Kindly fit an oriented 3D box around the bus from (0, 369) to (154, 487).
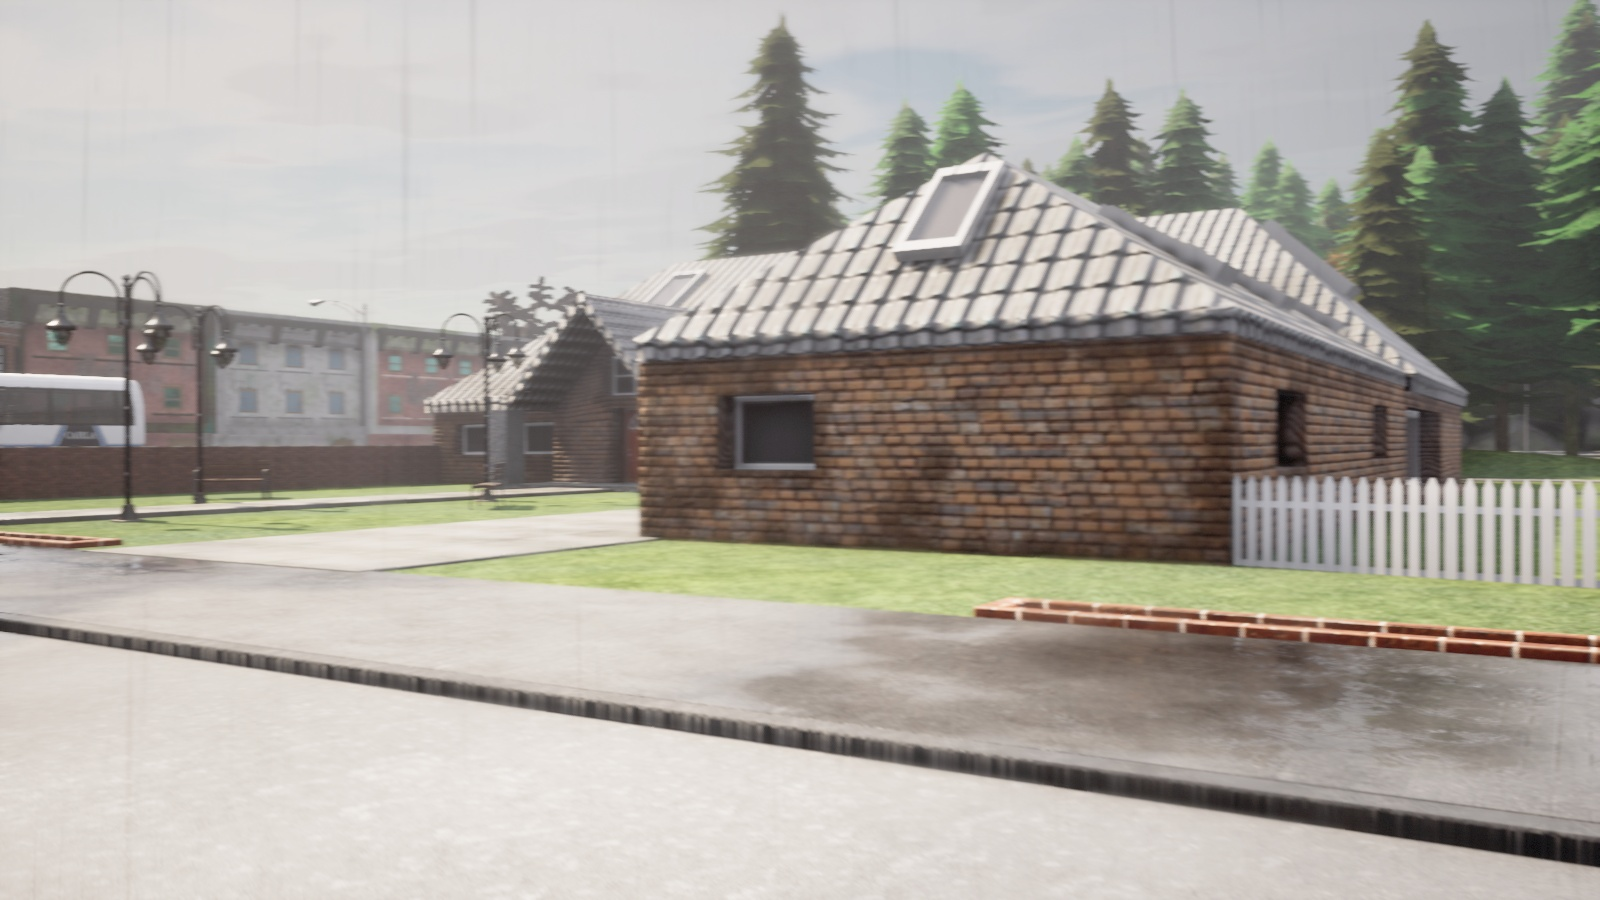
[{"bbox_3d":[-30.190,-0.810,46.839,3.944,4.253,10.273,0,0,32],"label":"bus"}]
